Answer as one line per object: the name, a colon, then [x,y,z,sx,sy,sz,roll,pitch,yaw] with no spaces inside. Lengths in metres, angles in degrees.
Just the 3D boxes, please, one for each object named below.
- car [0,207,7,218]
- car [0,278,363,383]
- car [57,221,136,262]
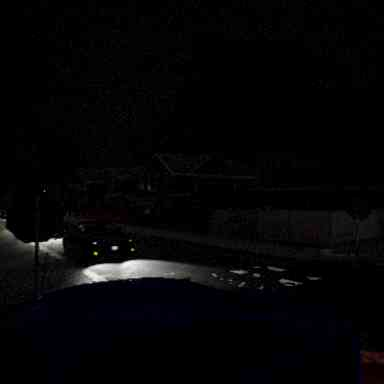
car: [-24.252,2.659,42.846,1.837,1.490,4.892,1,-1,-35]
car: [-0.749,1.508,2.419,5.008,1.535,1.882,2,-2,-35]
car: [-3.978,1.927,13.925,1.994,1.385,4.181,1,-2,-35]
